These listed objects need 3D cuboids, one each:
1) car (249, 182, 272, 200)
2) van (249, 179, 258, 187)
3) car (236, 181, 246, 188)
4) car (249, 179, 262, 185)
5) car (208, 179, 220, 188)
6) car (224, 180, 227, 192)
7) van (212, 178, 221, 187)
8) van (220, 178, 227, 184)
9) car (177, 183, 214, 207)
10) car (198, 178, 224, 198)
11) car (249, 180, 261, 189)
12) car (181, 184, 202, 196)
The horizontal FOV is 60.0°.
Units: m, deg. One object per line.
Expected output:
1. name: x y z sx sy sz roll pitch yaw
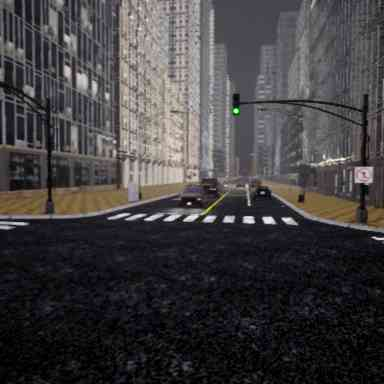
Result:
1. car: 6.932 0.023 33.074 1.947 1.339 4.313 1 3 9
2. van: 13.130 -1.968 71.215 1.690 1.788 3.998 1 3 9
3. car: 9.387 -1.447 64.175 2.033 1.411 5.357 1 3 9
4. car: 10.453 -1.233 54.866 2.192 1.841 5.009 1 3 9
5. car: 4.460 -1.716 67.040 1.967 1.590 4.097 1 3 9
6. car: 3.555 -0.574 46.185 1.895 1.301 4.718 1 3 9
7. van: 5.353 -2.069 72.484 1.690 1.788 3.998 1 3 9
8. van: 8.922 -3.083 94.280 1.690 1.788 3.998 1 3 9
9. car: 0.213 0.306 25.858 2.033 1.411 5.357 1 3 9
10. car: 1.924 -0.496 36.251 2.150 2.045 5.566 1 3 10
11. car: 11.345 -1.362 60.322 1.967 1.590 4.097 1 3 9
12. car: -0.002 -0.312 39.799 1.802 1.307 4.206 1 3 9
